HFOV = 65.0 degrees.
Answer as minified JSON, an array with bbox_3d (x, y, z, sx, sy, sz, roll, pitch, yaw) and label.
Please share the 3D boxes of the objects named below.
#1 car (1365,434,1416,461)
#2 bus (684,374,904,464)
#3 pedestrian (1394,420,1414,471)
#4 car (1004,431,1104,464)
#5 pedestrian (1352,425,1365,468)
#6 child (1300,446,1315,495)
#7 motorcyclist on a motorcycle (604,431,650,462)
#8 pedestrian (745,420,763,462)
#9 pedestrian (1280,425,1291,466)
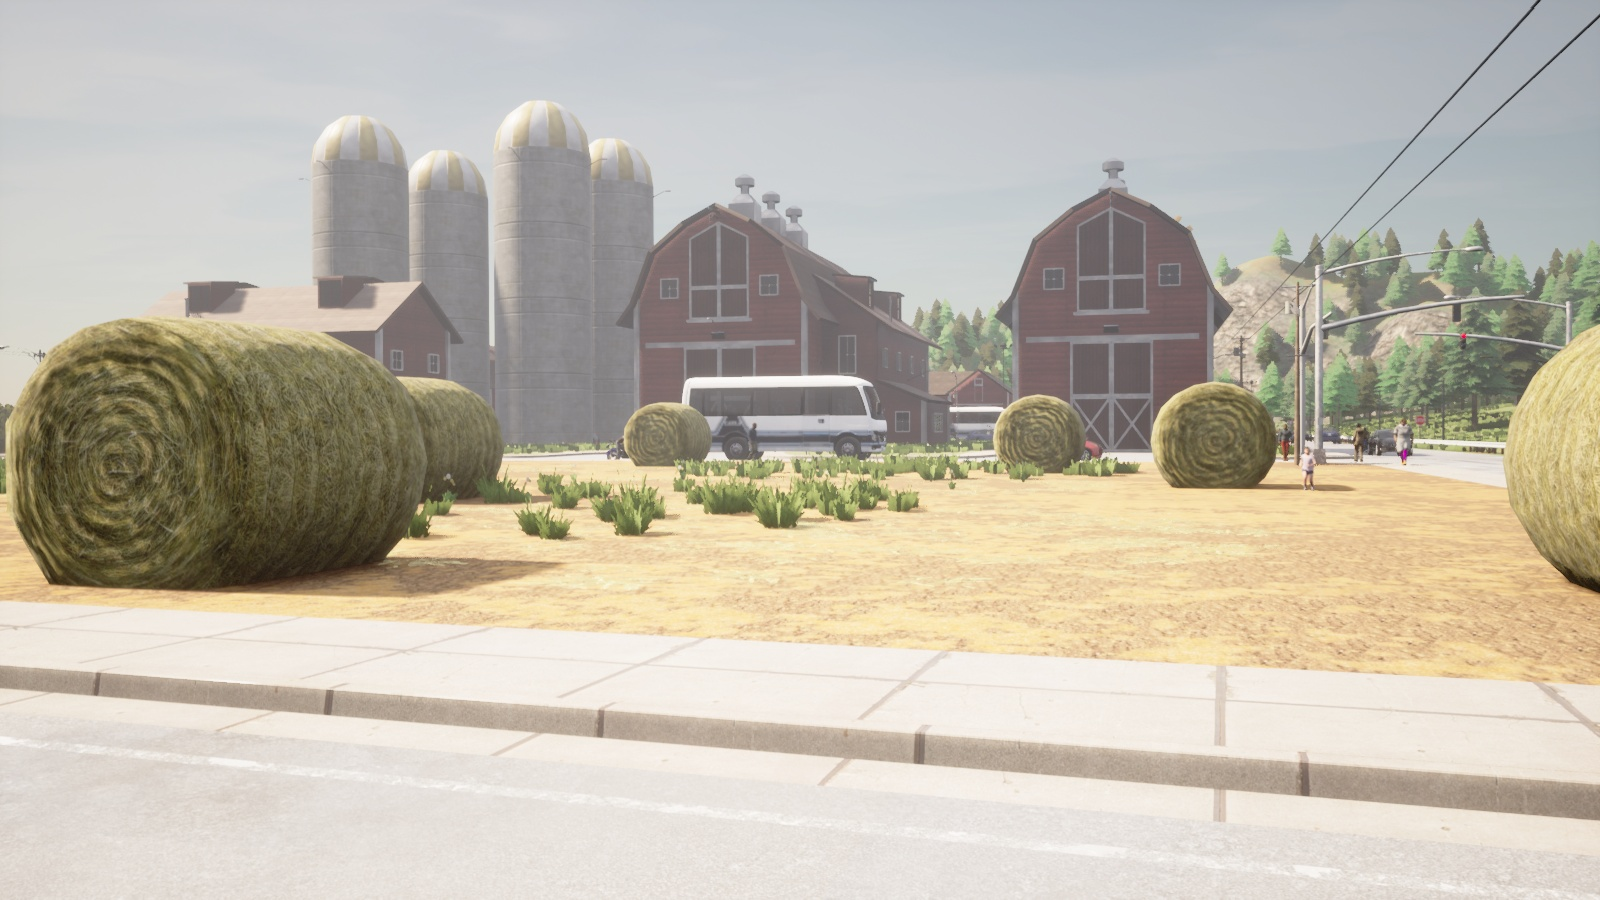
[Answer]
[{"bbox_3d":[33.967,-0.166,72.361,1.837,1.490,4.892,0,1,16],"label":"car"},{"bbox_3d":[-0.241,-1.538,62.431,10.273,4.253,3.944,0,1,15],"label":"bus"},{"bbox_3d":[23.235,-0.179,48.297,0.659,1.952,0.873,1,1,27],"label":"pedestrian"},{"bbox_3d":[11.986,-0.124,59.228,4.514,1.525,2.007,0,1,15],"label":"car"},{"bbox_3d":[24.893,-0.167,55.995,0.396,1.930,0.692,0,1,13],"label":"pedestrian"},{"bbox_3d":[11.549,0.462,28.584,0.255,1.110,0.394,1,1,31],"label":"child"},{"bbox_3d":[-8.915,-0.206,64.734,2.191,1.530,0.866,1,1,15],"label":"motorcyclist on a motorcycle"},{"bbox_3d":[-1.989,-0.394,54.694,0.726,1.835,0.370,1,1,45],"label":"pedestrian"},{"bbox_3d":[22.457,-0.209,58.053,0.353,1.847,0.614,0,1,12],"label":"pedestrian"}]
